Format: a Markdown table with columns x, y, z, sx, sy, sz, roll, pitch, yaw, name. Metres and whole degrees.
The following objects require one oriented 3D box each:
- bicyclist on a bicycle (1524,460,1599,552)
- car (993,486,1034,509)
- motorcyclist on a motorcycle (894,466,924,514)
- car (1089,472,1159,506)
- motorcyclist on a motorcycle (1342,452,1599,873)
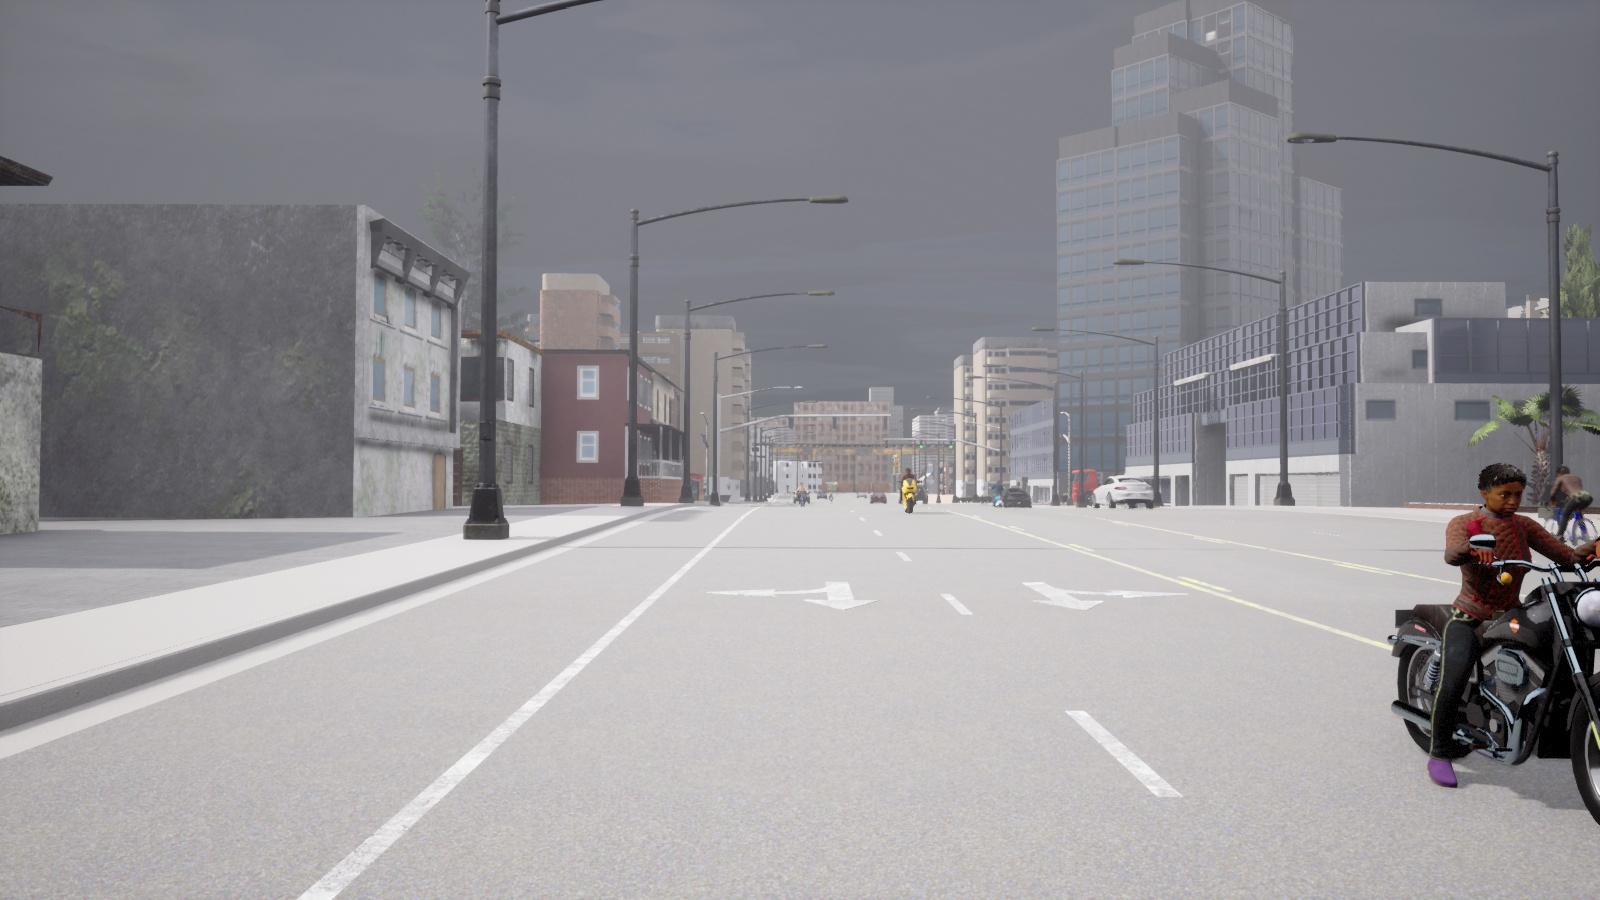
| x | y | z | sx | sy | sz | roll | pitch | yaw | name |
| --- | --- | --- | --- | --- | --- | --- | --- | --- | --- |
| 14.035 | 1.003 | 23.000 | 0.582 | 1.620 | 1.656 | 0 | -1 | 0 | bicyclist on a bicycle |
| 14.144 | 3.179 | 83.402 | 1.837 | 1.490 | 4.892 | 0 | -3 | 0 | car |
| 3.574 | 1.303 | 41.224 | 0.797 | 1.523 | 2.044 | 0 | -1 | 0 | motorcyclist on a motorcycle |
| 14.096 | 1.731 | 54.900 | 1.812 | 1.442 | 4.674 | 0 | -2 | 0 | car |
| 3.520 | 0.843 | 6.085 | 0.766 | 1.649 | 2.350 | 0 | -1 | 0 | motorcyclist on a motorcycle |
